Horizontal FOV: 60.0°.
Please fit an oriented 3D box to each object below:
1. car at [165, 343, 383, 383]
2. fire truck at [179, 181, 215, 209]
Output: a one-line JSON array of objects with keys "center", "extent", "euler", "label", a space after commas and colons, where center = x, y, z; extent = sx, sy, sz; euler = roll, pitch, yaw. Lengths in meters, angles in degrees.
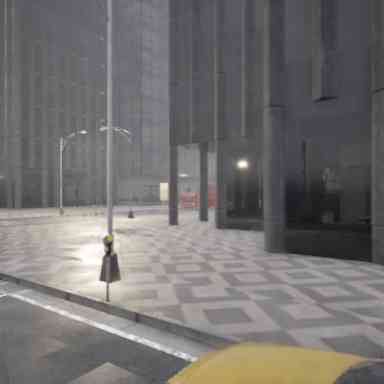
[{"center": [1.806, 1.525, 1.677], "extent": [4.829, 1.417, 1.752], "euler": [0, 0, 36], "label": "car"}, {"center": [1.687, 0.426, 46.906], "extent": [2.891, 3.827, 8.468], "euler": [0, 0, 35], "label": "fire truck"}]
